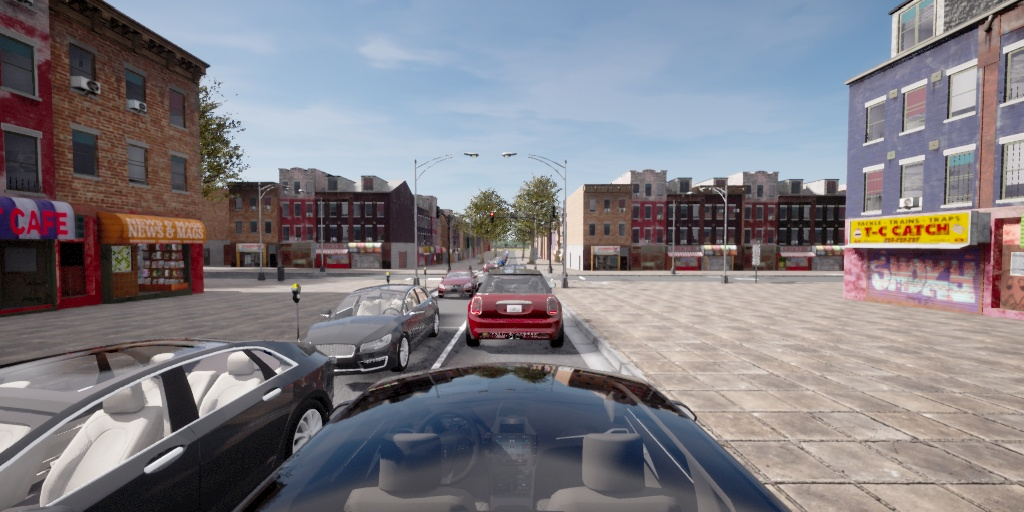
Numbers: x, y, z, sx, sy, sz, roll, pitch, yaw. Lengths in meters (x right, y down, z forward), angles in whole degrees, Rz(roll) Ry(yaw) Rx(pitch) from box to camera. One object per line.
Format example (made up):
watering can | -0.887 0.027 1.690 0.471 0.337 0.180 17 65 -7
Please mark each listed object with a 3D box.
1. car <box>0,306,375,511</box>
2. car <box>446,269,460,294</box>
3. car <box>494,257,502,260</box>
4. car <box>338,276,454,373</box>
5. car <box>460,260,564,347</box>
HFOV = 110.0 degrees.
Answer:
car | -2.640 1.300 1.988 2.007 1.370 4.403 0 0 0
car | -2.617 1.332 18.330 1.802 1.307 4.207 0 0 0
car | -2.578 1.233 45.106 1.967 1.591 4.097 0 0 0
car | -2.632 1.298 7.436 2.007 1.370 4.403 0 0 0
car | 0.109 1.099 9.481 2.097 1.767 4.553 0 0 2
